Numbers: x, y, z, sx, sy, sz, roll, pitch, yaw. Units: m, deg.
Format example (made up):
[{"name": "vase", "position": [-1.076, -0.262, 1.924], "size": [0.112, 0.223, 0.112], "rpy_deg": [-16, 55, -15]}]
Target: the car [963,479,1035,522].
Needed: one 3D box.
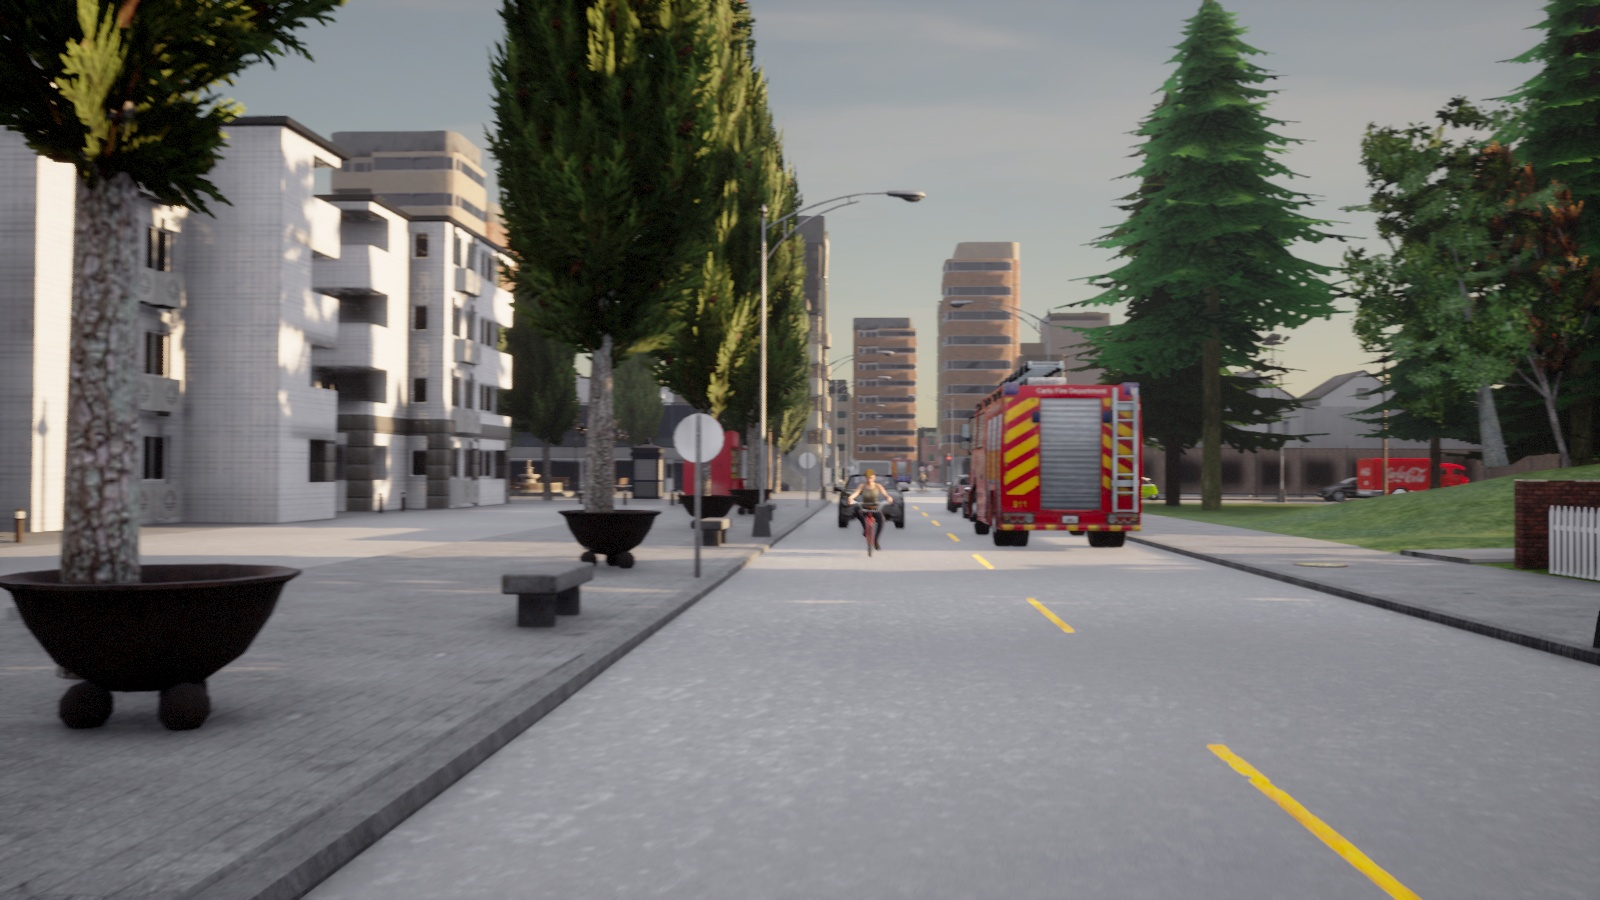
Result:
[{"name": "car", "position": [6.435, 1.611, 41.043], "size": [1.895, 1.301, 4.718], "rpy_deg": [0, -1, 4]}]

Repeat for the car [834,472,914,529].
[{"name": "car", "position": [2.109, 1.385, 35.813], "size": [2.128, 1.511, 4.902], "rpy_deg": [0, -1, 3]}]

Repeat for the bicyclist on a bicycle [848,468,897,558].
[{"name": "bicyclist on a bicycle", "position": [1.346, 1.151, 23.345], "size": [0.866, 1.612, 1.509], "rpy_deg": [0, -1, 3]}]

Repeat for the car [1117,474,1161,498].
[{"name": "car", "position": [19.565, 2.082, 72.520], "size": [2.207, 1.376, 1.481], "rpy_deg": [0, -1, 3]}]

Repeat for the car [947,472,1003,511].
[{"name": "car", "position": [6.968, 1.634, 50.272], "size": [1.970, 1.475, 3.806], "rpy_deg": [0, -1, 4]}]

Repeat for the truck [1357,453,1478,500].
[{"name": "truck", "position": [33.232, 1.430, 67.701], "size": [5.204, 2.467, 2.627], "rpy_deg": [0, -1, 3]}]

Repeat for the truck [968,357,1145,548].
[{"name": "truck", "position": [5.731, 0.146, 29.533], "size": [2.891, 3.827, 8.468], "rpy_deg": [0, -1, 3]}]

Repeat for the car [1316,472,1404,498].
[{"name": "car", "position": [31.979, 2.004, 71.774], "size": [4.193, 1.474, 1.816], "rpy_deg": [0, -1, 3]}]
